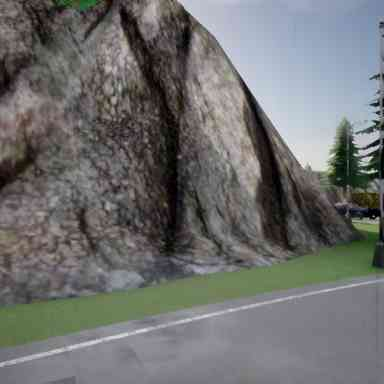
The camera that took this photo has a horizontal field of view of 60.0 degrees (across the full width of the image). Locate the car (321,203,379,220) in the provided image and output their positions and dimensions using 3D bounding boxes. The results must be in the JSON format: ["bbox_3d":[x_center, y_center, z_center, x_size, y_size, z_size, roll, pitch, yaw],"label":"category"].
[{"bbox_3d":[13.399,1.601,28.255,1.895,1.301,4.718,0,0,-26],"label":"car"}]
